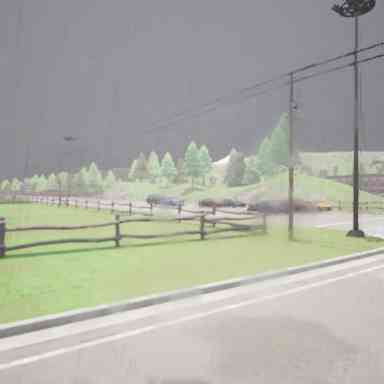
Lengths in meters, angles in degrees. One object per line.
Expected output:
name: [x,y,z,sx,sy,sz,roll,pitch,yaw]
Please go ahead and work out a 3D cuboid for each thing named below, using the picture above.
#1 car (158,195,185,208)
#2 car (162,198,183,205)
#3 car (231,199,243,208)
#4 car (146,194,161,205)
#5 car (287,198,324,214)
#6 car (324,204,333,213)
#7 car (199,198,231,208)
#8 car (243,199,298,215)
car: [-2.979,1.683,52.275,1.812,1.442,4.674,0,0,-36]
car: [-3.914,1.864,65.558,1.895,1.301,4.718,0,0,-36]
car: [6.130,1.742,51.659,2.033,1.411,5.357,0,0,-36]
car: [-6.738,1.394,63.494,2.150,2.045,5.566,0,0,-36]
car: [11.987,1.532,37.703,2.097,1.767,4.553,0,-1,-36]
car: [14.455,1.674,40.259,1.882,1.535,5.008,0,0,-36]
car: [3.056,1.654,49.936,1.882,1.535,5.008,0,0,-36]
car: [8.505,1.704,36.529,2.033,1.411,5.357,0,0,-36]
